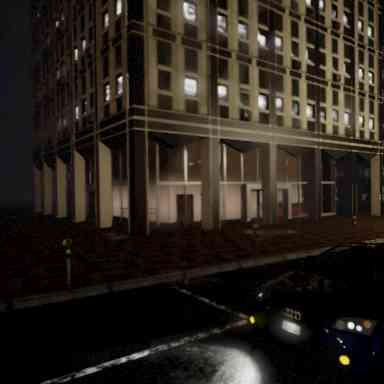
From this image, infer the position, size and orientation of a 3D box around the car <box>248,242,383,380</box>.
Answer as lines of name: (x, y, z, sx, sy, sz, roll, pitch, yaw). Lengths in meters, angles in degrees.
car: (2.911, 1.570, 5.442, 4.181, 1.385, 1.994, 0, 0, -35)
